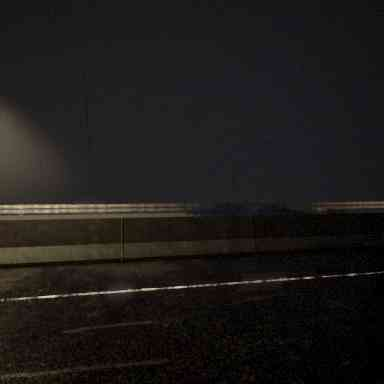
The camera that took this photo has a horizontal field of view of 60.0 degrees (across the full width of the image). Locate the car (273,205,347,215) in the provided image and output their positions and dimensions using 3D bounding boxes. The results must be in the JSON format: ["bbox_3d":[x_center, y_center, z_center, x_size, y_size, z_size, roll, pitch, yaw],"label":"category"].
[{"bbox_3d":[7.380,1.598,18.946,4.718,1.301,1.895,0,0,-14],"label":"car"}]

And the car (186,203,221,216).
[{"bbox_3d":[2.250,1.545,24.857,5.357,1.411,2.033,0,0,-14],"label":"car"}]

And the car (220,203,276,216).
[{"bbox_3d":[4.900,1.545,21.923,5.357,1.411,2.033,0,0,-14],"label":"car"}]
